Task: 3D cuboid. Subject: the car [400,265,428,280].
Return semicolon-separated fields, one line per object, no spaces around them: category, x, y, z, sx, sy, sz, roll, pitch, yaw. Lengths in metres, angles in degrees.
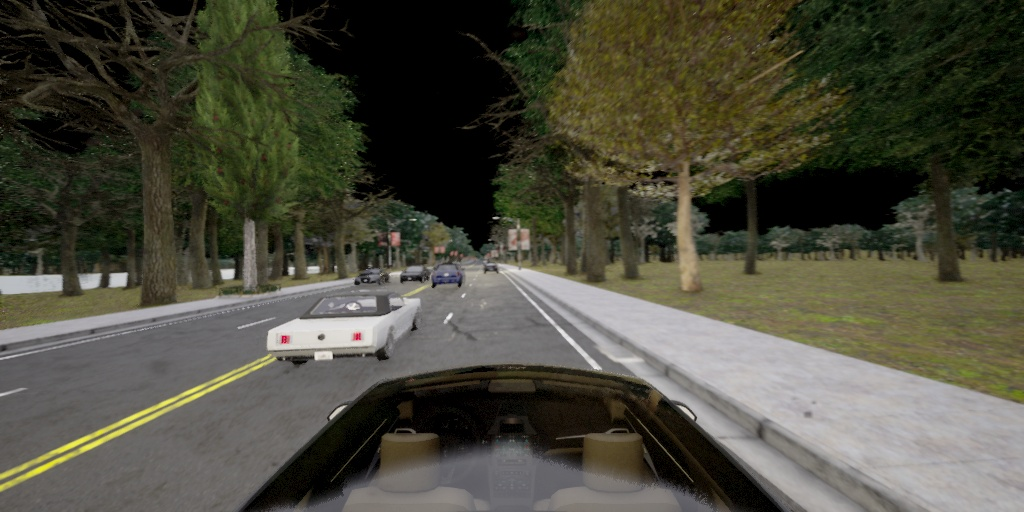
car;-8.369;1.569;31.256;1.882;1.535;5.008;-2;0;-4

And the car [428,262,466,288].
car;-4.618;1.316;26.613;2.097;1.767;4.553;-2;0;-4

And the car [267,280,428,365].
car;-3.437;1.467;8.486;1.895;1.301;4.718;-2;0;-4

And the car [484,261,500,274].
car;-2.763;1.546;47.598;1.812;1.442;4.674;-2;0;-4

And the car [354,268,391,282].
car;-11.531;1.739;29.864;1.994;1.385;4.181;-2;0;-4
